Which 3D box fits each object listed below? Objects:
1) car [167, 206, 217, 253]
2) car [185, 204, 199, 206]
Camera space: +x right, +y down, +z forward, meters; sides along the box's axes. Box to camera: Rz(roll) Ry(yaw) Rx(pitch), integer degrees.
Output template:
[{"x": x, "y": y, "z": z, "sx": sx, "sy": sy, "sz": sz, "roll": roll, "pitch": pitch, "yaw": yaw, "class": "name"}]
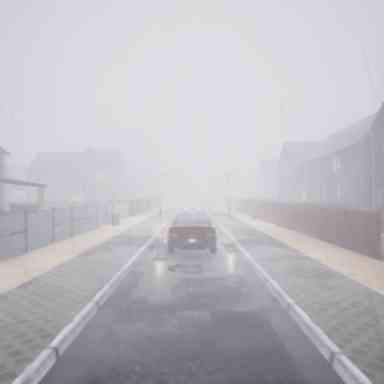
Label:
[{"x": 0.011, "y": 1.618, "z": 14.499, "sx": 1.882, "sy": 1.535, "sz": 5.008, "roll": 0, "pitch": 0, "yaw": 0, "class": "car"}, {"x": 0.015, "y": 1.805, "z": 29.421, "sx": 1.812, "sy": 1.442, "sz": 4.674, "roll": 0, "pitch": 0, "yaw": 0, "class": "car"}]
